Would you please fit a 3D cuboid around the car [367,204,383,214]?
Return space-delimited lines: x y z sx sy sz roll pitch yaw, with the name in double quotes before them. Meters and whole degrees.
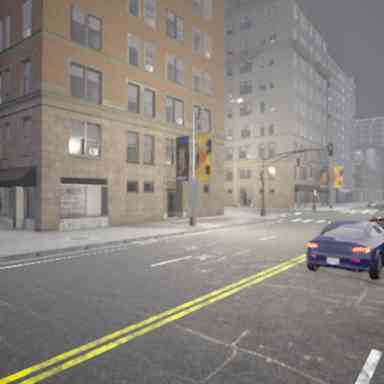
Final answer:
"car" 10.605 1.617 17.448 1.837 1.490 4.892 0 0 38

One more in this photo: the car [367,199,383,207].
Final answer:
"car" 28.115 1.818 50.799 2.128 1.511 4.902 0 0 38

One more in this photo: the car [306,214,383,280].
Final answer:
"car" 4.984 1.588 10.231 1.812 1.442 4.674 0 0 38
